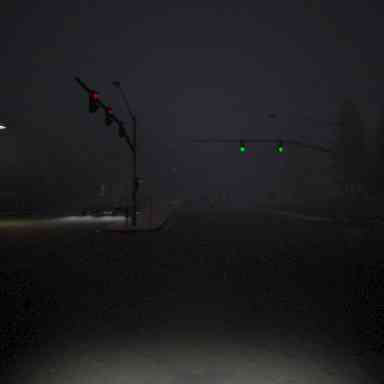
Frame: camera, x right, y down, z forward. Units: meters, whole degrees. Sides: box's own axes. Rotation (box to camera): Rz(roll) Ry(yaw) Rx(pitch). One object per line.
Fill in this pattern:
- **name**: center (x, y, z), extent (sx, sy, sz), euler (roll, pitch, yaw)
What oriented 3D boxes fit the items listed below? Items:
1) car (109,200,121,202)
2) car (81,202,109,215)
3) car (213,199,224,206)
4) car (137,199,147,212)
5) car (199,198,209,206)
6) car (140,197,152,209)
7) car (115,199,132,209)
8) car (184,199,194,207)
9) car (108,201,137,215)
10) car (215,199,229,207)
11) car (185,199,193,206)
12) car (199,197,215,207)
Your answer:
- **car**: center (-11.871, 2.110, 48.768), extent (1.812, 1.442, 4.674), euler (0, -1, -1)
- **car**: center (-11.748, 2.079, 39.867), extent (1.895, 1.301, 4.718), euler (0, -1, -1)
- **car**: center (6.275, 2.420, 78.479), extent (2.128, 1.511, 4.902), euler (0, -1, -1)
- **car**: center (-8.386, 2.142, 49.640), extent (2.033, 1.411, 5.357), euler (0, -1, -1)
- **car**: center (2.776, 2.257, 78.413), extent (2.097, 1.767, 4.553), euler (0, -1, -1)
- **car**: center (-8.491, 1.944, 60.349), extent (2.150, 2.045, 5.566), euler (0, -1, 0)
- **car**: center (-11.972, 2.052, 58.468), extent (2.097, 1.767, 4.553), euler (0, -1, 0)
- **car**: center (-0.567, 2.290, 67.926), extent (1.882, 1.535, 5.008), euler (0, -1, -1)
- **car**: center (-8.249, 2.080, 39.995), extent (1.895, 1.301, 4.718), euler (0, -1, -1)
- **car**: center (6.426, 2.343, 68.404), extent (1.812, 1.442, 4.674), euler (0, -1, -1)
- **car**: center (-0.724, 2.442, 78.363), extent (1.994, 1.385, 4.181), euler (0, -1, -1)
- **car**: center (2.934, 2.035, 67.892), extent (2.150, 2.045, 5.566), euler (0, -1, -1)
